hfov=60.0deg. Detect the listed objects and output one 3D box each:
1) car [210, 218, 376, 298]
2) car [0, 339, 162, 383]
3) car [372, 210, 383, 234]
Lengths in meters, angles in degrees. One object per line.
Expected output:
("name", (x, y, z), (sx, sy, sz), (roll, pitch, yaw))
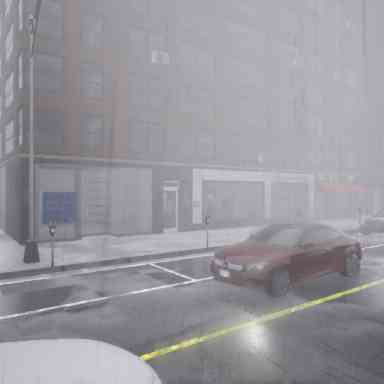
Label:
("car", (2.614, 1.526, 8.643), (4.674, 1.442, 1.812), (0, 0, -35))
("car", (-2.259, 1.526, 1.552), (4.674, 1.442, 1.812), (1, 0, -36))
("car", (10.616, 1.582, 17.470), (4.206, 1.307, 1.802), (0, 0, -35))
